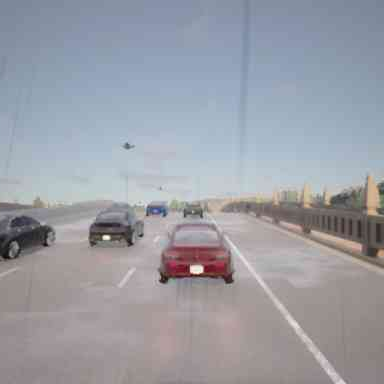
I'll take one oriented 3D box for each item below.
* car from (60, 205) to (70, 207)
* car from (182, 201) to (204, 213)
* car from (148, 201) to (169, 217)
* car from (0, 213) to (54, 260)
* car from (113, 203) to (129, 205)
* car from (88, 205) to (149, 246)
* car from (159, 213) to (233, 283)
[{"bbox_3d":[-20.974,2.899,55.239,1.812,1.442,4.674,0,-6,0],"label":"car"},{"bbox_3d":[0.116,1.631,32.567,2.128,1.511,4.902,0,0,0],"label":"car"},{"bbox_3d":[-3.384,1.623,33.238,1.882,1.535,5.008,0,0,0],"label":"car"},{"bbox_3d":[-6.893,1.559,12.561,1.837,1.490,4.892,0,0,0],"label":"car"},{"bbox_3d":[-6.885,1.702,32.268,1.994,1.385,4.181,0,0,0],"label":"car"},{"bbox_3d":[-3.392,1.571,15.618,1.837,1.490,4.892,0,0,0],"label":"car"},{"bbox_3d":[0.106,1.567,9.702,1.812,1.442,4.674,0,0,0],"label":"car"}]
